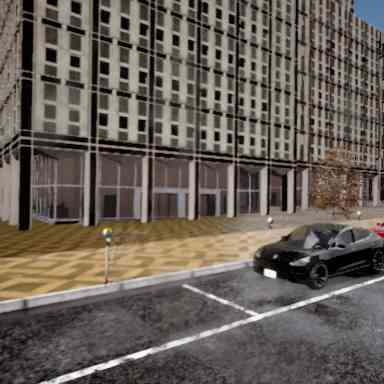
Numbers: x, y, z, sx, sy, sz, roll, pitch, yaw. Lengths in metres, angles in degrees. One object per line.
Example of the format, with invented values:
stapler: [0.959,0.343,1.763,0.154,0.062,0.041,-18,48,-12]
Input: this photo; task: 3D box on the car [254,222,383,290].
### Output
car: [3.631,1.556,9.135,4.313,1.339,1.947,0,1,-35]
